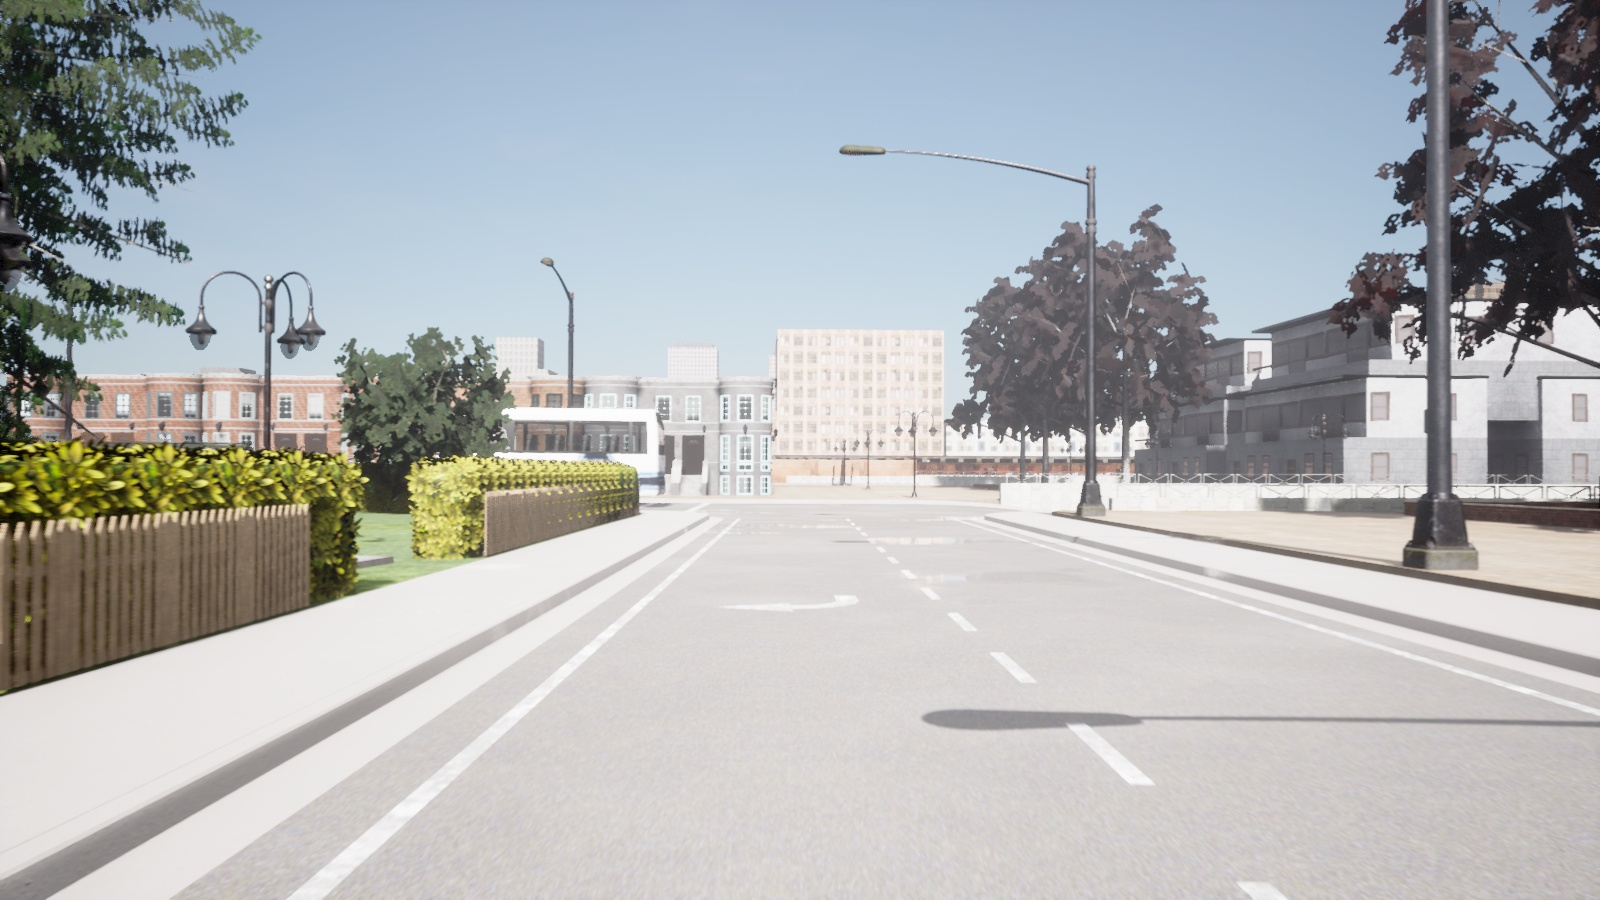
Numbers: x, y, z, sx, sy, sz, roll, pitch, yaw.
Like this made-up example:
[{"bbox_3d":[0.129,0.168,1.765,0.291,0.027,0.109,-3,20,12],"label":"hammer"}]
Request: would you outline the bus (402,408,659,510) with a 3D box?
[{"bbox_3d":[-11.508,0.399,54.563,10.273,4.253,3.944,0,-1,0],"label":"bus"}]
